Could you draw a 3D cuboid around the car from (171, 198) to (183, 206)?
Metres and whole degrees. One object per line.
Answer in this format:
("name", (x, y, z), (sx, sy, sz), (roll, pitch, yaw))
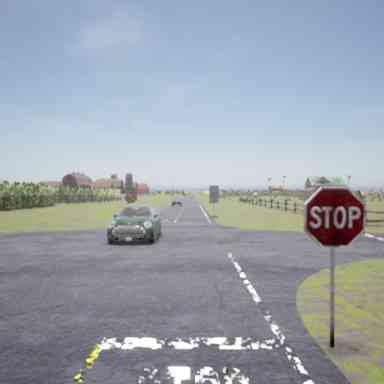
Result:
("car", (-2.644, 1.755, 59.579), (2.033, 1.411, 5.357), (0, 0, 0))

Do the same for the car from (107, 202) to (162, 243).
("car", (-2.720, 1.431, 16.506), (2.097, 1.767, 4.553), (0, 0, 0))
